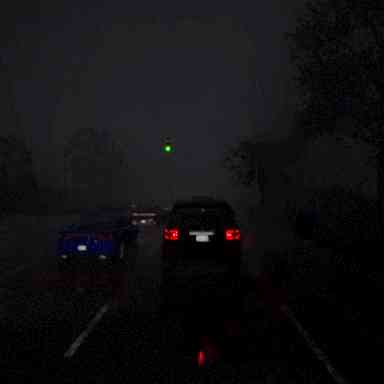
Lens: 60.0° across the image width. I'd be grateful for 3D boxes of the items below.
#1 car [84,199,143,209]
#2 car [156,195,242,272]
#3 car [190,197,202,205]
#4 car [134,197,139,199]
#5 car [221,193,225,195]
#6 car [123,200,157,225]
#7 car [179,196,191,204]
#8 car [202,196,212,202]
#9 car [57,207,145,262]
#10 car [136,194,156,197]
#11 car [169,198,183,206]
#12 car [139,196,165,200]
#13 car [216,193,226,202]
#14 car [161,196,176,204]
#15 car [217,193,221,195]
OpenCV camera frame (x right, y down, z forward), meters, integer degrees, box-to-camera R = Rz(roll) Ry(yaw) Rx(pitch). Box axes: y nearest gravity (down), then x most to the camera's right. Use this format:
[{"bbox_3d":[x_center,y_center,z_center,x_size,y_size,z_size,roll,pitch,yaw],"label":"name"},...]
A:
[{"bbox_3d":[-7.704,1.644,32.112,5.357,1.411,2.033,0,0,-11],"label":"car"},{"bbox_3d":[0.293,1.256,10.973,2.150,2.045,5.566,0,0,1],"label":"car"},{"bbox_3d":[0.835,1.717,62.953,1.812,1.442,4.674,0,0,7],"label":"car"},{"bbox_3d":[-8.617,1.692,42.653,1.994,1.385,4.181,0,0,5],"label":"car"},{"bbox_3d":[5.630,1.572,72.779,2.097,1.767,4.553,0,0,9],"label":"car"},{"bbox_3d":[-2.794,1.560,22.286,2.128,1.511,4.902,0,0,3],"label":"car"},{"bbox_3d":[-1.513,1.697,72.387,1.882,1.535,5.008,0,0,8],"label":"car"},{"bbox_3d":[3.758,1.778,83.083,1.812,1.442,4.674,0,0,10],"label":"car"},{"bbox_3d":[-3.173,1.515,12.252,1.882,1.535,5.008,0,-1,1],"label":"car"},{"bbox_3d":[-7.709,1.378,51.966,2.150,2.045,5.566,0,0,6],"label":"car"},{"bbox_3d":[-2.945,1.752,62.108,1.994,1.385,4.181,0,0,8],"label":"car"},{"bbox_3d":[-5.089,1.607,42.830,1.882,1.535,5.008,0,0,5],"label":"car"},{"bbox_3d":[7.288,1.347,82.967,2.150,2.045,5.566,0,0,10],"label":"car"},{"bbox_3d":[-5.031,1.744,72.526,2.128,1.511,4.902,0,0,8],"label":"car"},{"bbox_3d":[0.855,1.301,25.090,2.150,2.045,5.566,0,0,3],"label":"car"}]
